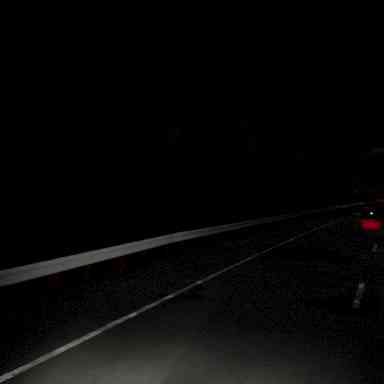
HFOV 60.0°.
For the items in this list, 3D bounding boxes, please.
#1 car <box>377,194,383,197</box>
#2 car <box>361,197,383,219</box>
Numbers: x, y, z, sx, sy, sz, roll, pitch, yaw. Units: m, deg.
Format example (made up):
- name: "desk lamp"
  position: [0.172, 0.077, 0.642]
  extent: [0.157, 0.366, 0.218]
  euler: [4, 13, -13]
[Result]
- name: "car"
  position: [22.346, 1.221, 37.962]
  extent: [2.150, 2.045, 5.566]
  euler: [0, 0, 36]
- name: "car"
  position: [16.239, 1.505, 29.462]
  extent: [1.837, 1.490, 4.892]
  euler: [0, 0, 35]
